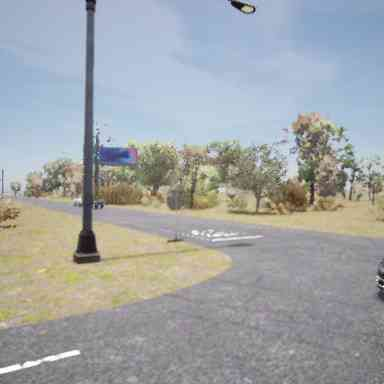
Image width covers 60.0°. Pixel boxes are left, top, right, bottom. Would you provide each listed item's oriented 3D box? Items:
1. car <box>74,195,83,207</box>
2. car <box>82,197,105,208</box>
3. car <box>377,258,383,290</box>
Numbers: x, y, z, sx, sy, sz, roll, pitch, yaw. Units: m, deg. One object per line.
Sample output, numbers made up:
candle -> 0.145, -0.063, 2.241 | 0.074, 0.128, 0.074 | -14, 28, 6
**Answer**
car -> -19.022, 1.524, 58.269 | 2.150, 2.045, 5.566 | 1, -1, -32
car -> -15.202, 1.836, 52.206 | 2.033, 1.411, 5.357 | 1, -1, -31
car -> 6.344, 1.620, 7.907 | 4.892, 1.490, 1.837 | 1, -1, -33
